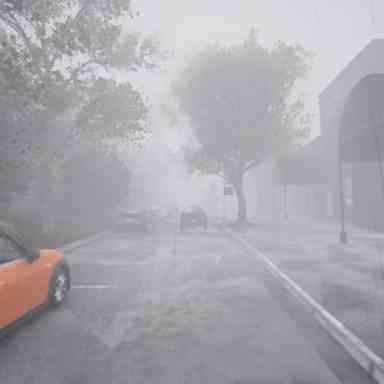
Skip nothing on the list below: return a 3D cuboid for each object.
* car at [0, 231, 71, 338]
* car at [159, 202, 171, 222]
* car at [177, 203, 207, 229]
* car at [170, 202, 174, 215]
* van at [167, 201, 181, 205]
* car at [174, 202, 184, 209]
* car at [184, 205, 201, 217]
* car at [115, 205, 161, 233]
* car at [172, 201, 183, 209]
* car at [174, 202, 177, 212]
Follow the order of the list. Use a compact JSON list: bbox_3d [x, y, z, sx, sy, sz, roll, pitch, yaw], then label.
[{"bbox_3d":[-3.655,1.358,5.185,2.185,1.767,4.553,0,0,2],"label":"car"},{"bbox_3d":[-3.637,2.072,33.026,2.097,1.535,5.008,1,-2,2],"label":"car"},{"bbox_3d":[0.101,1.831,24.473,1.882,1.535,5.008,0,-1,0],"label":"car"},{"bbox_3d":[-3.645,2.226,38.585,2.097,1.535,5.008,0,-1,2],"label":"car"},{"bbox_3d":[-3.627,2.594,60.994,1.878,1.987,4.442,1,-1,2],"label":"van"},{"bbox_3d":[-3.161,3.329,83.647,2.097,1.535,5.008,0,-2,2],"label":"car"},{"bbox_3d":[0.100,2.407,42.638,2.033,1.411,5.357,0,-2,0],"label":"car"},{"bbox_3d":[-3.636,1.792,21.920,2.163,1.488,4.792,1,-2,2],"label":"car"},{"bbox_3d":[-3.403,3.080,77.949,2.185,1.767,4.553,-1,-1,2],"label":"car"},{"bbox_3d":[-3.648,2.412,44.189,2.163,1.488,4.792,0,-1,2],"label":"car"}]
